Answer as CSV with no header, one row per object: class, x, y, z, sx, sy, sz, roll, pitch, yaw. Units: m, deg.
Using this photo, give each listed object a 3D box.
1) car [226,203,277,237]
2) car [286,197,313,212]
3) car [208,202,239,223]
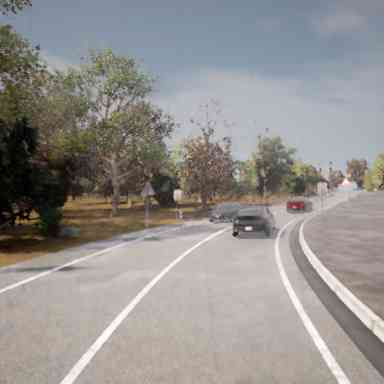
car,3.421,1.466,18.007,1.837,1.490,4.892,-2,0,18
car,11.199,1.203,34.504,1.882,1.535,5.008,-3,1,30
car,2.784,1.541,25.920,1.837,1.490,4.892,-2,-1,25
